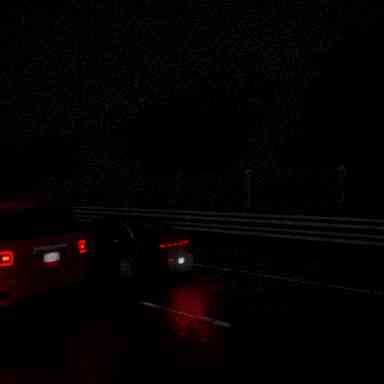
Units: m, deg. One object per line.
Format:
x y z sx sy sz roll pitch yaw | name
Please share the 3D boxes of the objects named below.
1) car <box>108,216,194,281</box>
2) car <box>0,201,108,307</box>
-2.232 1.490 9.887 4.892 1.490 1.837 0 0 36 | car
-4.591 1.207 7.271 5.566 2.045 2.150 0 0 36 | car
